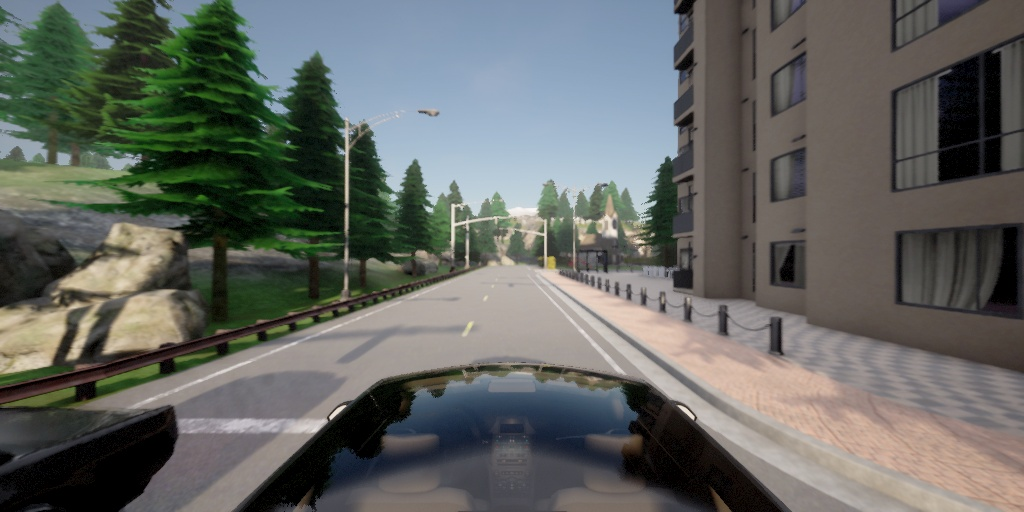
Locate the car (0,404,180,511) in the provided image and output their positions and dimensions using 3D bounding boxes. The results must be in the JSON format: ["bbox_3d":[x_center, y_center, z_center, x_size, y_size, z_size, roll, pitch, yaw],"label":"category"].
[{"bbox_3d":[-3.527,1.348,0.510,1.895,1.301,4.718,0,0,0],"label":"car"}]
